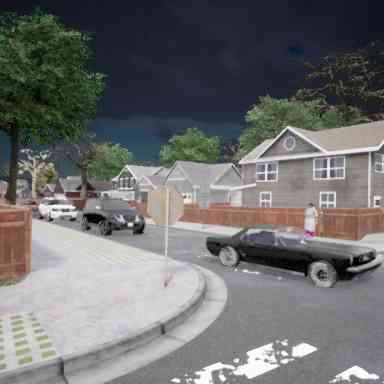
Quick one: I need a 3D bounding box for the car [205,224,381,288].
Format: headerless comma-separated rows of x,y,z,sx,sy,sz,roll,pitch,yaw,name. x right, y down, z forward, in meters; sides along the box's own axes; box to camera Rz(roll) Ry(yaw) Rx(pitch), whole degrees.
2.670,1.650,9.601,1.895,1.301,4.718,2,-1,-43,car

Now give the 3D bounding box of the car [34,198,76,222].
-12.099,1.551,29.794,2.150,2.045,5.566,2,-2,-37,car

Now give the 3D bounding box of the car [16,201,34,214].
-18.793,1.783,38.668,2.097,1.767,4.553,2,-2,-37,car

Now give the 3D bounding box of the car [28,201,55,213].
-20.850,2.073,45.934,2.128,1.511,4.902,2,-2,-39,car

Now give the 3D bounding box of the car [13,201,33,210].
-27.379,2.182,53.884,1.812,1.442,4.674,2,-2,-40,car

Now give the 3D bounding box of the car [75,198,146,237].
-4.801,1.410,19.670,2.150,2.045,5.566,2,-2,-35,car

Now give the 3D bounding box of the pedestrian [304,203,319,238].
5.417,1.405,15.279,0.375,1.860,0.375,1,-1,-35,pedestrian
